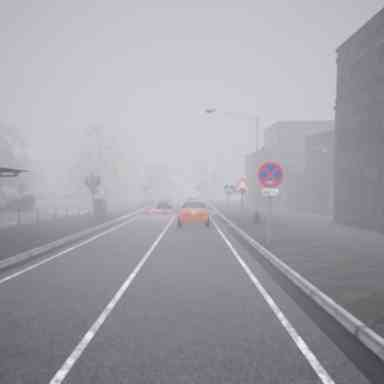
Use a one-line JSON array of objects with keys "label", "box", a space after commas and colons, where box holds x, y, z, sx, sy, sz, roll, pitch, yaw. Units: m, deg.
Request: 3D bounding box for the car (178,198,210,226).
[{"label": "car", "box": [0.108, 1.378, 23.579, 2.097, 1.767, 4.553, 0, 0, 0]}]

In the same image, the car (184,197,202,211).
[{"label": "car", "box": [0.112, 1.447, 40.614, 2.033, 1.411, 5.357, 0, 1, 0]}]

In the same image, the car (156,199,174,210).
[{"label": "car", "box": [-3.276, 1.485, 40.181, 1.895, 1.301, 4.718, 0, 1, 1]}]

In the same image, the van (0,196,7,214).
[{"label": "van", "box": [-21.996, 1.439, 35.296, 4.442, 1.987, 1.878, 0, 0, 0]}]
